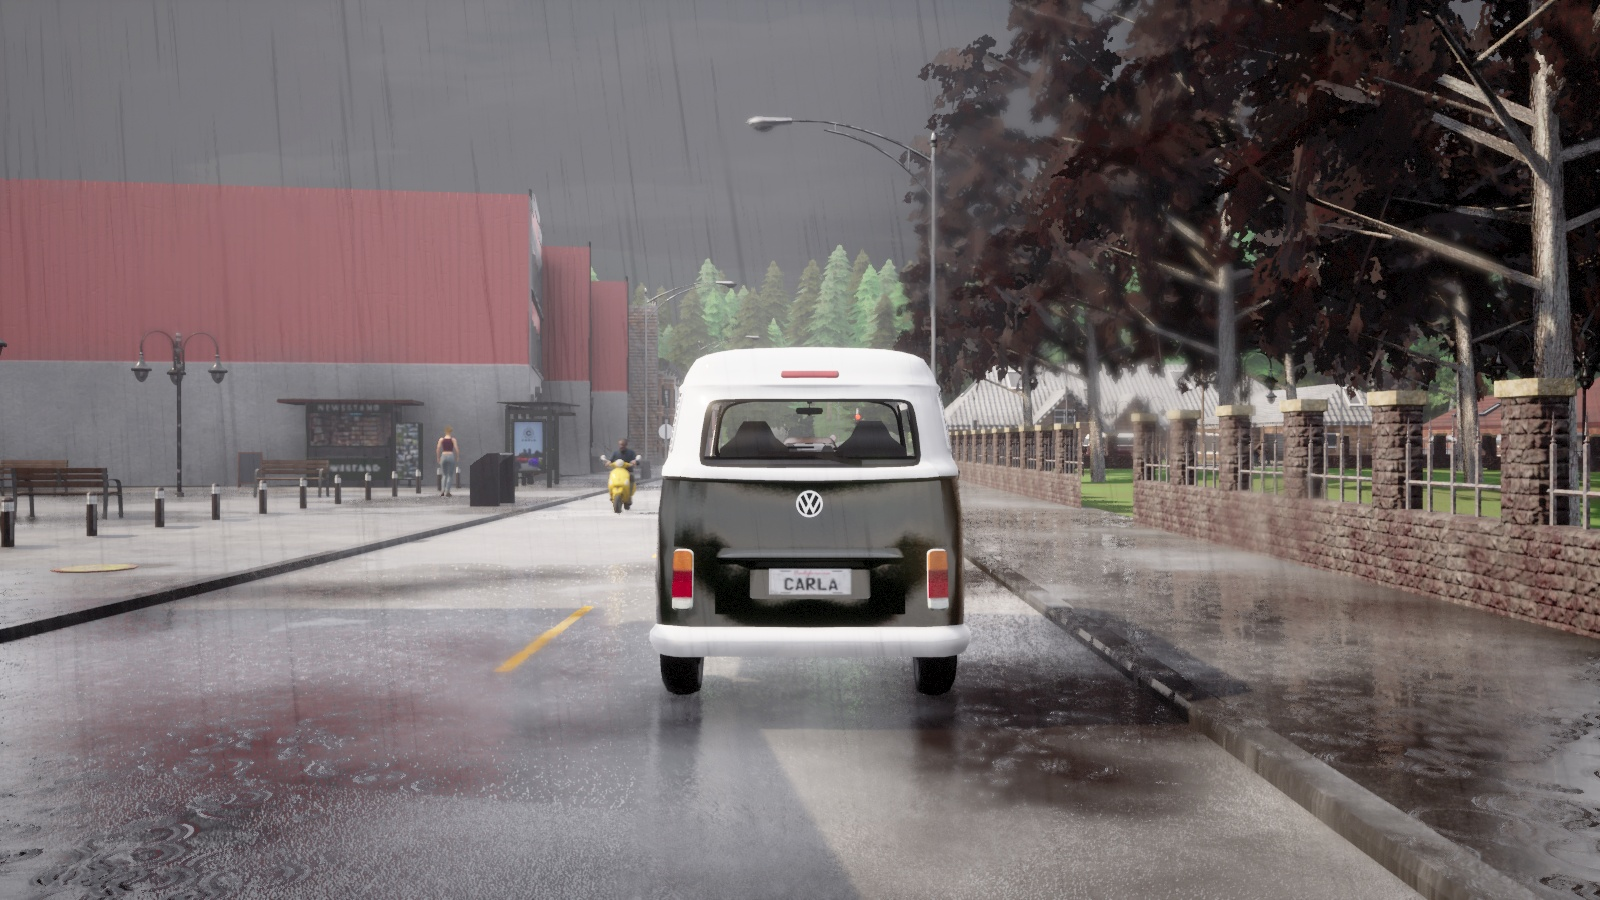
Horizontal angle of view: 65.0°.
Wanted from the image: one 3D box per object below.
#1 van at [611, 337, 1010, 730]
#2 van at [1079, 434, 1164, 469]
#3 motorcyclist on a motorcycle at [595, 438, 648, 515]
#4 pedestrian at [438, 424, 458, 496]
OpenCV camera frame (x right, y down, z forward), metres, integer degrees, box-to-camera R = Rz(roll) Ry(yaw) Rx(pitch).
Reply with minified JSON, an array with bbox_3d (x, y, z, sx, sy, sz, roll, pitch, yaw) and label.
[{"bbox_3d":[0.067,0.420,8.757,2.069,2.038,4.480,0,0,0],"label":"van"},{"bbox_3d":[18.773,0.070,73.468,4.480,2.038,2.069,0,0,-1],"label":"van"},{"bbox_3d":[-3.810,0.545,26.902,0.866,1.590,1.817,0,0,0],"label":"motorcyclist on a motorcycle"},{"bbox_3d":[-9.150,0.258,32.626,0.345,1.836,0.594,0,0,0],"label":"pedestrian"}]
